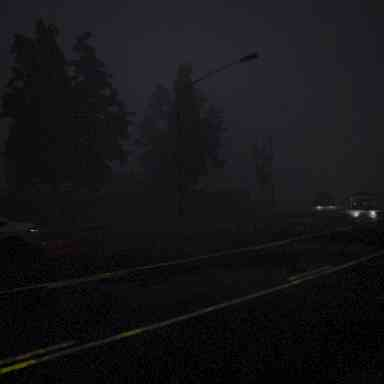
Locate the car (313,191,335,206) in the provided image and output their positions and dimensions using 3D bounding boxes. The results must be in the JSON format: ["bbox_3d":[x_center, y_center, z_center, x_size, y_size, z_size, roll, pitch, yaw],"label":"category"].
[{"bbox_3d":[18.355,0.857,46.455,2.150,2.045,5.566,-1,-1,12],"label":"car"}]

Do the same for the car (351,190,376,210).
[{"bbox_3d":[18.719,0.817,36.478,2.150,2.045,5.566,-1,0,23],"label":"car"}]

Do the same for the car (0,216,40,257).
[{"bbox_3d":[-7.789,1.541,11.462,4.674,1.442,1.812,-1,1,-37],"label":"car"}]
